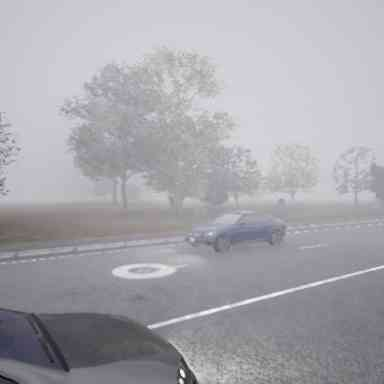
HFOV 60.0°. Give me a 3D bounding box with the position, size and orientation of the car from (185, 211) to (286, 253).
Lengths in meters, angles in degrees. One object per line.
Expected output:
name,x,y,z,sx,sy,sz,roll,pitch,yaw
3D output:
car,1.937,1.519,13.805,4.674,1.442,1.812,0,0,-34

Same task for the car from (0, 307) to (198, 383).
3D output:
car,-1.953,1.562,2.338,4.181,1.385,1.994,0,0,-35
